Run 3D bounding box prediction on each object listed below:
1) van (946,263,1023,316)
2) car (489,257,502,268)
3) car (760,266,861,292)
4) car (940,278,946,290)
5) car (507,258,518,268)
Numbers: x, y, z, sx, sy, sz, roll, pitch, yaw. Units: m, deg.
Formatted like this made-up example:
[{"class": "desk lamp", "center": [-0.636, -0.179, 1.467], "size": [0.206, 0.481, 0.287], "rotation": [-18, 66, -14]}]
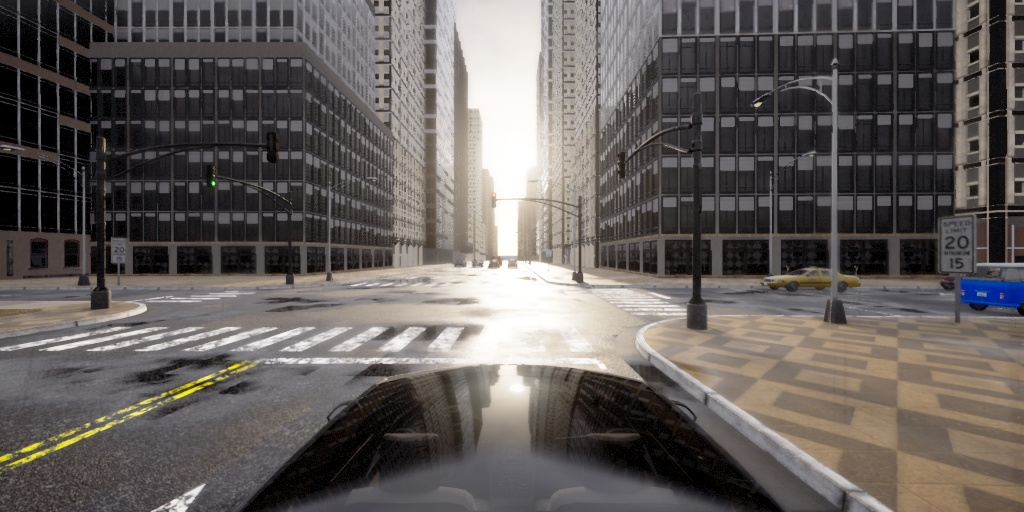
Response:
[{"class": "van", "center": [18.378, 1.119, 12.544], "size": [3.998, 1.789, 1.690], "rotation": [0, 0, 2]}, {"class": "car", "center": [-3.126, 1.386, 63.344], "size": [1.812, 1.442, 4.674], "rotation": [0, 0, 0]}, {"class": "car", "center": [17.124, 1.293, 20.719], "size": [4.829, 1.417, 1.751], "rotation": [0, 0, 2]}, {"class": "car", "center": [26.958, 1.357, 20.214], "size": [4.207, 1.307, 1.802], "rotation": [0, 0, 2]}, {"class": "car", "center": [0.124, 1.408, 63.338], "size": [2.033, 1.411, 5.357], "rotation": [0, 0, 0]}]
